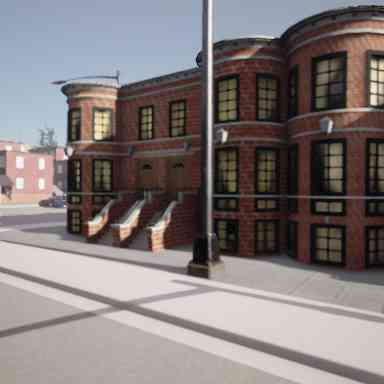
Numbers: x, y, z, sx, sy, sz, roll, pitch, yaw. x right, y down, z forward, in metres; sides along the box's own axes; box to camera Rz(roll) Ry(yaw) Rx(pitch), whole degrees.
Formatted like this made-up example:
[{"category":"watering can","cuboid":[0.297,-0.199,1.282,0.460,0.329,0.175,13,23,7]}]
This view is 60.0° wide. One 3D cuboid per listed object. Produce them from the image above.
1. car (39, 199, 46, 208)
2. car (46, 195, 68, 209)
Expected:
[{"category":"car","cuboid":[-16.998,1.193,42.522,1.882,1.535,5.008,1,0,36]},{"category":"car","cuboid":[-14.424,1.219,40.103,1.882,1.535,5.008,1,0,35]}]
